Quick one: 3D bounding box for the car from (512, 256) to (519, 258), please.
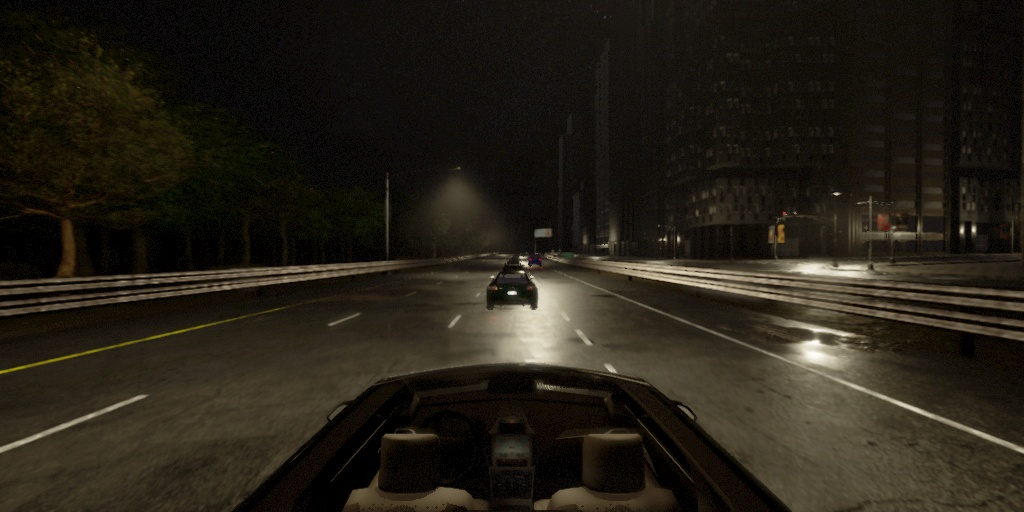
[{"bbox_3d":[0.298,1.089,55.490,1.837,1.490,4.892,0,0,1],"label":"car"}]

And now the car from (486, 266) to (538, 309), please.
[{"bbox_3d":[0.016,1.299,14.945,1.994,1.385,4.181,0,0,0],"label":"car"}]

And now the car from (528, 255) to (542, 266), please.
[{"bbox_3d":[3.981,0.746,63.030,2.150,2.045,5.566,0,1,1],"label":"car"}]

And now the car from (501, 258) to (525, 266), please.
[{"bbox_3d":[0.099,1.177,32.974,1.837,1.490,4.892,0,0,0],"label":"car"}]
